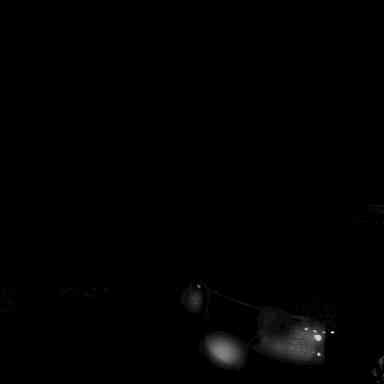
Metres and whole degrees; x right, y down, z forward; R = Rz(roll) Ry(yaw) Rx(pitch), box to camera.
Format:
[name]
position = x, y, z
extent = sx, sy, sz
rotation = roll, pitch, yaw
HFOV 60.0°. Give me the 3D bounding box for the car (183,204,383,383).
[car]
position = 2.549, 1.235, 4.890
extent = 5.566, 2.045, 2.150
rotation = 0, 0, -36
